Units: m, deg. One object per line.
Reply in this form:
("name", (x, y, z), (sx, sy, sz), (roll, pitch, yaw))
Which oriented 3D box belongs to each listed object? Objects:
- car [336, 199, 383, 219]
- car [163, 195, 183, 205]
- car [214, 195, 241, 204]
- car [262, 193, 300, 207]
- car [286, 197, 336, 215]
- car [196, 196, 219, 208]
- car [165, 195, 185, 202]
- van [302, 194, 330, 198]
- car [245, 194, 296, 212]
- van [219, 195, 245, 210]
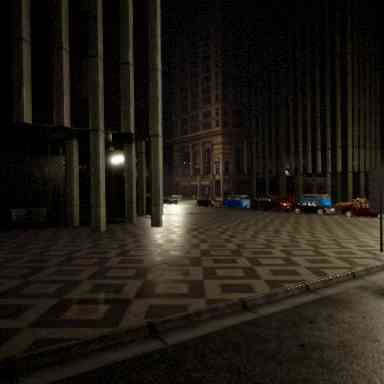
("car", (15.344, 1.566, 28.895), (1.887, 1.381, 4.507), (-1, 1, -36))
("car", (-4.036, 1.438, 55.793), (2.008, 1.369, 4.403), (-1, 1, -36))
("car", (6.029, 1.296, 56.423), (1.752, 1.417, 4.829), (-1, 1, -36))
("car", (12.582, 1.130, 47.316), (2.192, 1.841, 5.009), (-1, 1, -36))
("car", (12.114, 1.549, 33.378), (2.008, 1.369, 4.403), (-1, 1, -36))
("car", (2.424, 1.371, 46.825), (1.967, 1.590, 4.097), (-1, 1, -36))
("car", (-3.555, 1.257, 69.737), (2.008, 1.369, 4.403), (-1, 1, -36))
("van", (15.811, 1.178, 42.832), (1.690, 1.788, 3.998), (-1, 1, -36))
("car", (8.882, 1.290, 37.858), (2.192, 1.841, 5.009), (-1, 1, -36))
("van", (5.652, 1.294, 42.342), (1.690, 1.788, 3.998), (-1, 1, -36))
